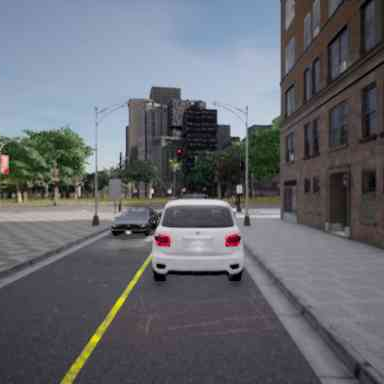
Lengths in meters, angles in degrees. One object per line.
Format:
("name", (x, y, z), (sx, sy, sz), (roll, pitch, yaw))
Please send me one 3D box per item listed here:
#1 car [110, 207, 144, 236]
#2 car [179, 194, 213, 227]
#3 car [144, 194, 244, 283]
("car", (-2.956, 1.511, 18.240), (2.033, 1.411, 5.357), (0, 0, 1))
("car", (0.260, 1.175, 23.535), (2.150, 2.045, 5.566), (0, 0, 0))
("car", (0.162, 1.204, 9.797), (2.150, 2.045, 5.566), (0, 0, 1))
